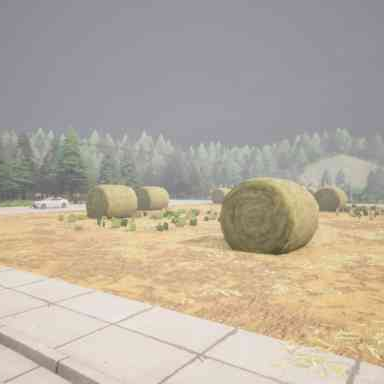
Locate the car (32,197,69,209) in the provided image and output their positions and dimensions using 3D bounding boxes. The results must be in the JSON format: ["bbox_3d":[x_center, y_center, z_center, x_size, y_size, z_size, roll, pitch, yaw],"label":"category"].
[{"bbox_3d":[-18.396,1.415,43.460,1.812,1.442,4.674,0,0,36],"label":"car"}]
